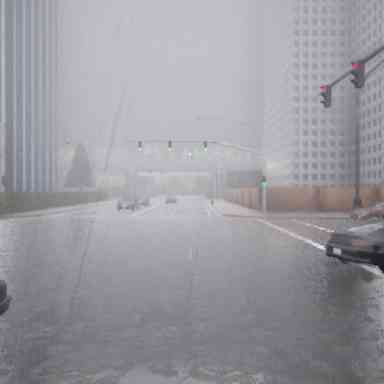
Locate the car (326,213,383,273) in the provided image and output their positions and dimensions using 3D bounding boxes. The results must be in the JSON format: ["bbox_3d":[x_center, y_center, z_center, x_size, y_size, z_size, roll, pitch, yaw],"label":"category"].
[{"bbox_3d":[6.277,1.486,9.924,4.674,1.442,1.812,0,-1,-16],"label":"car"}]

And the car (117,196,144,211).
[{"bbox_3d":[-7.164,1.322,37.687,2.128,1.511,4.902,0,0,0],"label":"car"}]

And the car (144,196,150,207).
[{"bbox_3d":[-7.155,1.278,47.748,2.128,1.511,4.902,0,0,0],"label":"car"}]

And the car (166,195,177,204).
[{"bbox_3d":[-3.503,1.296,57.065,2.033,1.411,5.357,0,0,0],"label":"car"}]

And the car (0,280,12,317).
[{"bbox_3d":[-3.712,1.531,3.054,2.033,1.411,5.357,0,0,-5],"label":"car"}]

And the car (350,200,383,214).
[{"bbox_3d":[12.374,1.268,20.952,4.553,1.767,2.097,0,0,0],"label":"car"}]
